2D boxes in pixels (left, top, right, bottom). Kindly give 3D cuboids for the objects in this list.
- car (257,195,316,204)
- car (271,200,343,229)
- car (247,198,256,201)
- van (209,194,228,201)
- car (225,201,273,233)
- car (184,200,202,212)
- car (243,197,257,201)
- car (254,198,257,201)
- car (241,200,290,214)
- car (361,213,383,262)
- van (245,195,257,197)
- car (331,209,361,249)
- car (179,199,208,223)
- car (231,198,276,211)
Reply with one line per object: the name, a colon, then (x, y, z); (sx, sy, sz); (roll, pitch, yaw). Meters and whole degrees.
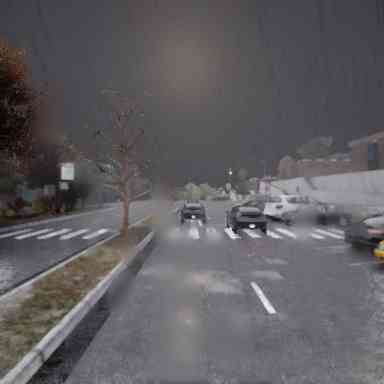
car: (8.101, 1.267, 24.772); (5.566, 2.045, 2.435); (1, 0, -20)
car: (8.082, 1.510, 21.770); (4.892, 1.521, 2.231); (1, 0, -20)
car: (8.066, 1.549, 30.721); (4.892, 1.521, 2.231); (1, -1, -20)
van: (7.971, 1.656, 94.894); (4.442, 1.987, 1.878); (1, -2, -20)
car: (3.102, 1.514, 19.562); (1.837, 1.490, 4.892); (0, 0, 0)
car: (0.103, 1.679, 40.483); (1.994, 1.385, 4.181); (0, 0, 0)
car: (8.246, 1.564, 33.768); (5.366, 1.575, 1.946); (1, -1, -20)
car: (8.078, 1.532, 27.736); (5.008, 1.535, 2.097); (1, 0, -20)
car: (8.099, 1.612, 36.698); (4.792, 1.488, 2.163); (1, -1, -20)
car: (7.898, 1.483, 9.781); (5.366, 1.575, 1.946); (1, 0, -20)
van: (7.967, 1.373, 39.626); (4.442, 1.987, 1.878); (1, 0, -20)
car: (8.067, 1.530, 12.829); (4.674, 1.452, 2.002); (1, 0, -20)
car: (0.103, 1.537, 26.080); (1.837, 1.490, 4.892); (0, 0, 0)
car: (7.901, 1.614, 42.584); (5.366, 1.575, 1.946); (1, 0, -20)
